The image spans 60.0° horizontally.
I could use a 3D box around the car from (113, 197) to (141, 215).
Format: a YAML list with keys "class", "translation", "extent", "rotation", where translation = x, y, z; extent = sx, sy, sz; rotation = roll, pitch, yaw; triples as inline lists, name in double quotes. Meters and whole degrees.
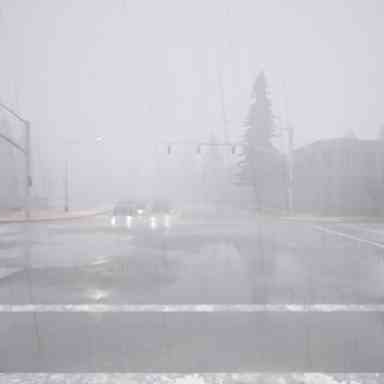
- class: "car"
  translation: [-6.790, 1.522, 34.036]
  extent: [1.837, 1.490, 4.892]
  rotation: [0, 0, -1]

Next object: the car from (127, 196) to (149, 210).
- class: "car"
  translation: [-7.068, 1.586, 42.871]
  extent: [1.994, 1.385, 4.181]
  rotation: [0, 0, -3]

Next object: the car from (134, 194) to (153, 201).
- class: "car"
  translation: [-11.392, 1.245, 77.804]
  extent: [4.553, 1.767, 2.097]
  rotation: [0, 0, 43]

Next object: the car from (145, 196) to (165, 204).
- class: "car"
  translation: [-7.669, 1.512, 67.818]
  extent: [1.882, 1.535, 5.008]
  rotation: [0, 0, -35]

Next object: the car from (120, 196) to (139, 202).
- class: "car"
  translation: [-14.230, 1.526, 75.675]
  extent: [4.718, 1.301, 1.895]
  rotation: [0, 0, 43]

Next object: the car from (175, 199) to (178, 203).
- class: "car"
  translation: [-5.002, 1.631, 70.119]
  extent: [1.895, 1.301, 4.718]
  rotation: [0, 0, -35]

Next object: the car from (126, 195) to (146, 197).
- class: "car"
  translation: [-9.162, 1.628, 54.712]
  extent: [1.895, 1.301, 4.718]
  rotation: [0, 0, -20]

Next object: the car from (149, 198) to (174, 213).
- class: "car"
  translation: [-3.305, 1.620, 36.586]
  extent: [1.895, 1.301, 4.718]
  rotation: [0, 0, -1]

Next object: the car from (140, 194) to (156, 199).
- class: "car"
  translation: [-8.006, 1.579, 60.959]
  extent: [2.033, 1.411, 5.357]
  rotation: [0, 0, -26]

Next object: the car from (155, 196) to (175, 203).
- class: "car"
  translation: [-3.770, 1.501, 45.759]
  extent: [1.882, 1.535, 5.008]
  rotation: [0, 0, -6]
